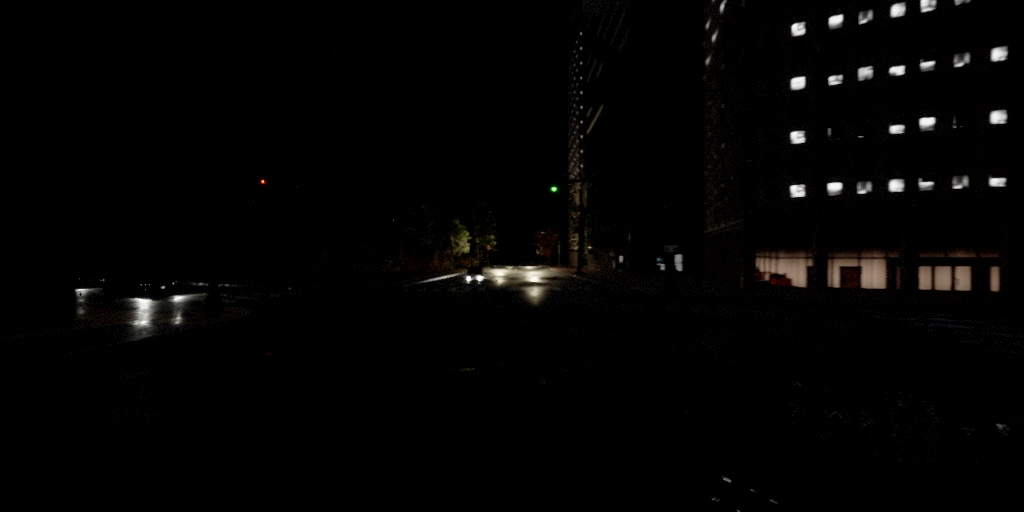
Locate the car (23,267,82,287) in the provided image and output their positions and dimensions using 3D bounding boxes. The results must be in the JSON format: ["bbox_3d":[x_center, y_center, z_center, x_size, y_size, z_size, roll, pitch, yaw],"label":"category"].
[{"bbox_3d":[-33.109,1.553,25.691,4.892,1.490,1.837,0,1,23],"label":"car"}]

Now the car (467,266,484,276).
[{"bbox_3d":[-4.969,1.974,48.924,1.895,1.301,4.718,0,-1,2],"label":"car"}]

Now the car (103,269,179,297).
[{"bbox_3d":[-21.758,1.512,20.987,4.892,1.490,1.837,0,1,23],"label":"car"}]
